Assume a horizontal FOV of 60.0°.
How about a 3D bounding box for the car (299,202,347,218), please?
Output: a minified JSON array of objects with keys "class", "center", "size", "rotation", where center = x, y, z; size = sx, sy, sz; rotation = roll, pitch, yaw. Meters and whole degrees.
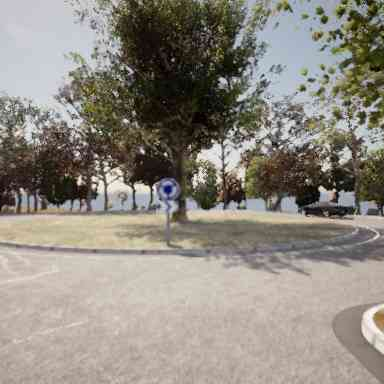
[{"class":"car","center":[12.766,1.700,32.770],"size":[1.882,1.535,5.008],"rotation":[1,-1,-25]}]
